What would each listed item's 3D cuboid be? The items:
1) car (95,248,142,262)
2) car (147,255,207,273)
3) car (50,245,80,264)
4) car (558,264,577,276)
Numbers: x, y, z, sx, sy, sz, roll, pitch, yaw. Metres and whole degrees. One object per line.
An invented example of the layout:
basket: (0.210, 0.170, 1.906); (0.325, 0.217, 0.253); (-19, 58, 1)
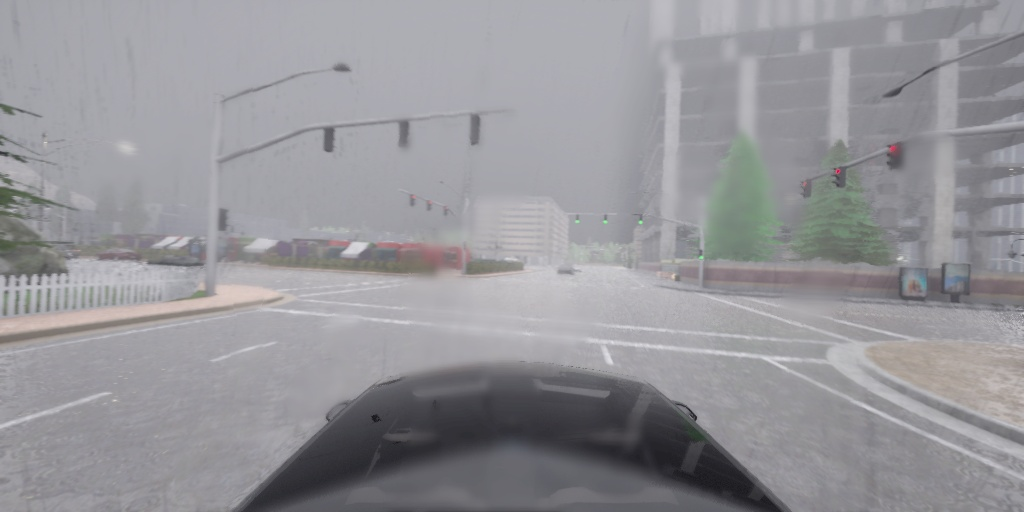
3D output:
car: (-43.729, -0.141, 39.854); (5.008, 1.535, 1.882); (2, -1, 15)
car: (-25.299, 0.615, 27.552); (4.718, 1.301, 1.895); (2, -1, 15)
car: (-41.784, -0.256, 32.029); (4.553, 1.767, 2.097); (2, -1, 15)
car: (7.797, 1.970, 51.533); (1.882, 1.535, 5.008); (2, 0, 15)
